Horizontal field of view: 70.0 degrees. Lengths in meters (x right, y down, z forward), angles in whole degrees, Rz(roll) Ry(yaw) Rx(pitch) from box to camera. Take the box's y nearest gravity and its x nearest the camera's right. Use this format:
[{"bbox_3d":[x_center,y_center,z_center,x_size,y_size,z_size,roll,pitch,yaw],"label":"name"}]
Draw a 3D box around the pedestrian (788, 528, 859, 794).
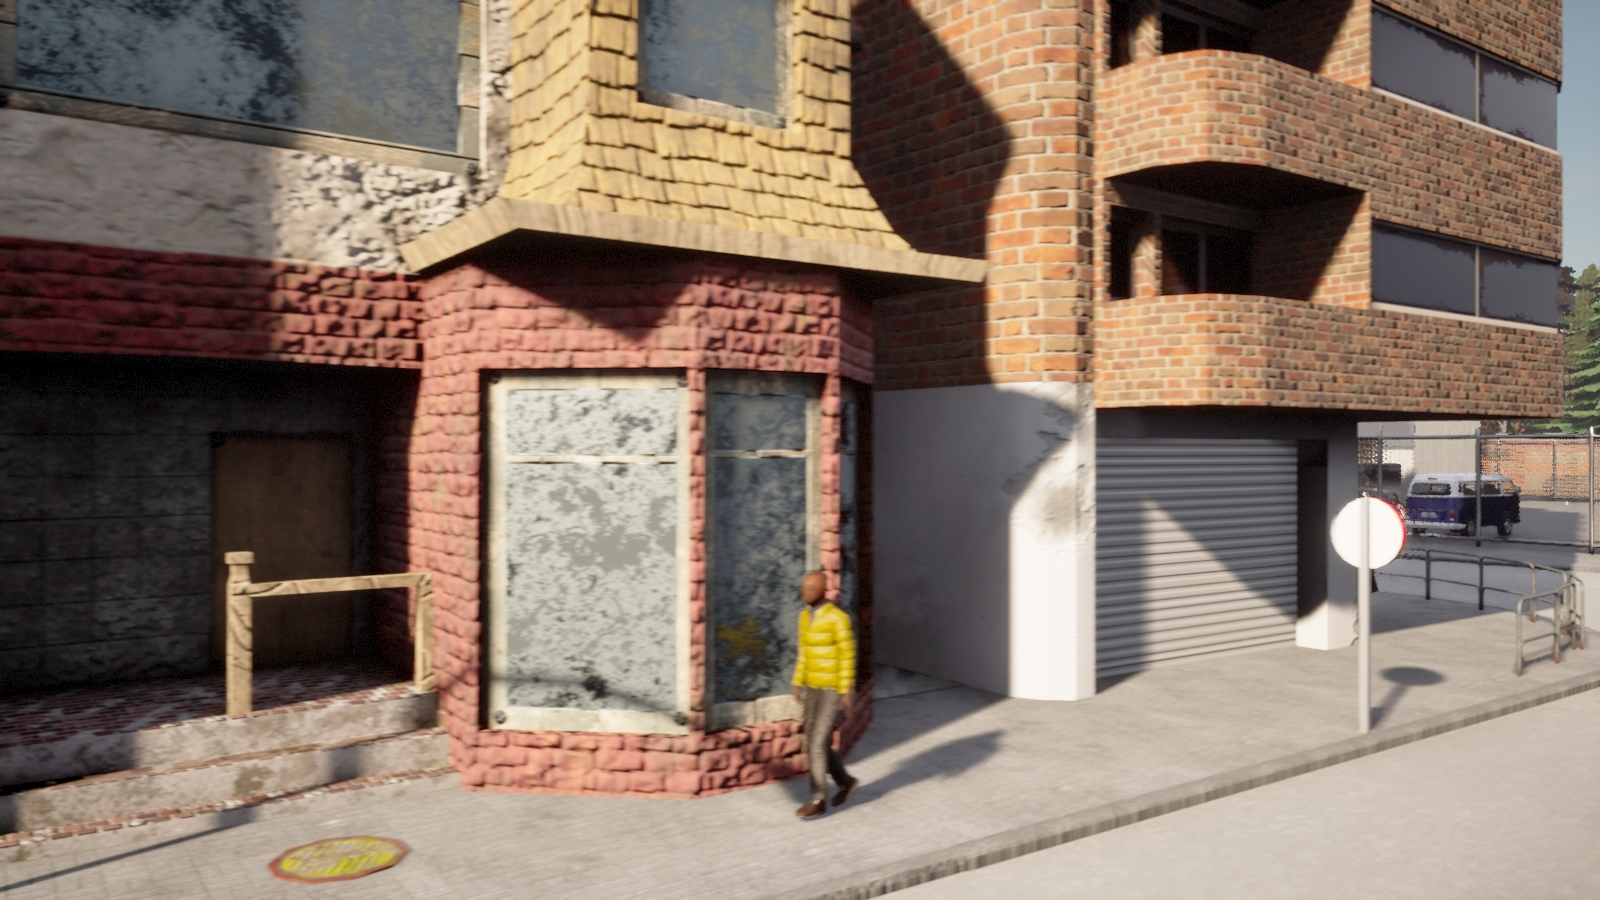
[{"bbox_3d":[0.170,1.526,8.422,0.375,1.860,0.375,0,0,-35],"label":"pedestrian"}]
